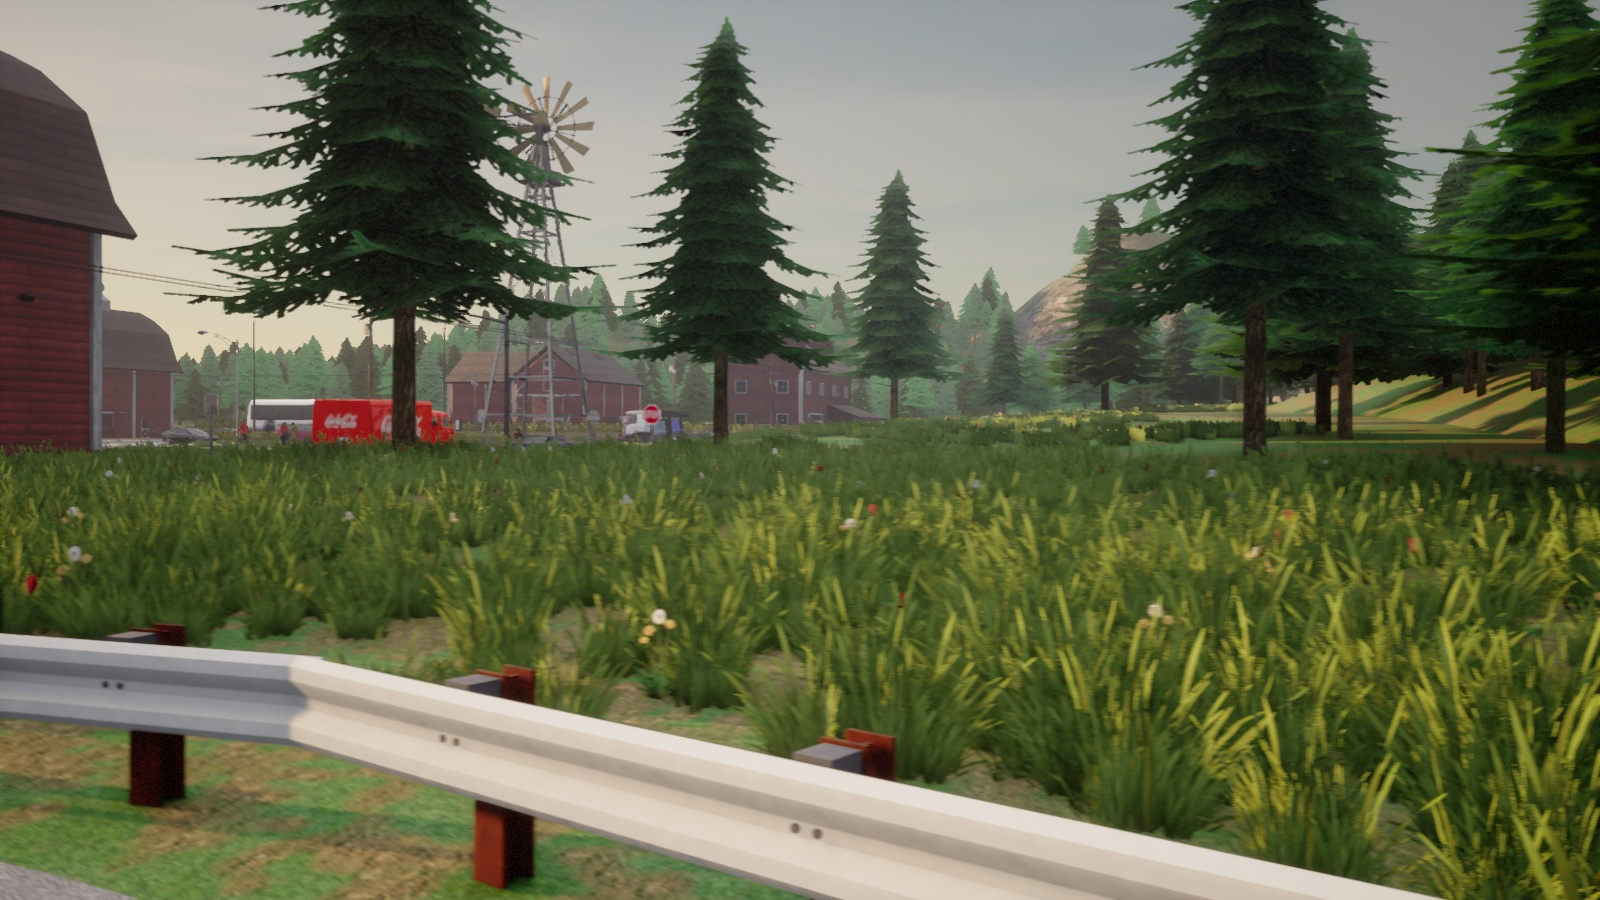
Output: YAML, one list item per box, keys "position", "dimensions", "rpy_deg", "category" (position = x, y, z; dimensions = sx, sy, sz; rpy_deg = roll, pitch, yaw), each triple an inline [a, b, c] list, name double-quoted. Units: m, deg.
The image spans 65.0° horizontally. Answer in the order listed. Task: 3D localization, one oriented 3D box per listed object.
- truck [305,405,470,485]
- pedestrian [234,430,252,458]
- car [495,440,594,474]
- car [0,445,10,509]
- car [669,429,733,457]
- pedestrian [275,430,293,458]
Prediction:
- position: [-13.591, -0.178, 41.797]
  dimensions: [2.627, 2.467, 5.204]
  rpy_deg: [0, 1, 18]
  category: "truck"
- position: [-36.636, -0.382, 82.623]
  dimensions: [0.899, 1.844, 0.634]
  rpy_deg: [0, 1, 17]
  category: "pedestrian"
- position: [-10.430, 0.248, 51.678]
  dimensions: [1.895, 1.301, 4.718]
  rpy_deg: [0, 1, 18]
  category: "car"
- position: [-18.399, 0.615, 26.748]
  dimensions: [1.481, 1.376, 2.207]
  rpy_deg: [0, 1, 18]
  category: "car"
- position: [-6.016, -0.459, 76.998]
  dimensions: [2.152, 1.651, 5.027]
  rpy_deg: [0, 1, 18]
  category: "car"
- position: [-33.809, -0.402, 82.271]
  dimensions: [0.899, 1.844, 0.634]
  rpy_deg: [0, 1, 24]
  category: "pedestrian"
